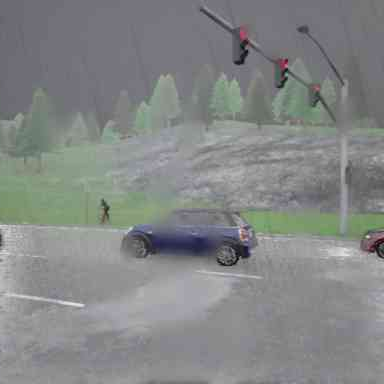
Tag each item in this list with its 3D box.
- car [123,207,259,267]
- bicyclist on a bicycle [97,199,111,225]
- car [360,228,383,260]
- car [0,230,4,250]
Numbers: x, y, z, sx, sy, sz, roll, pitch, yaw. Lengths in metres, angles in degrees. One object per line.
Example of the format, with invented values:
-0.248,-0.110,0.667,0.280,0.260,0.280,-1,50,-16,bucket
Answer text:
-0.100,1.340,11.360,4.553,1.767,2.097,0,0,22,car
-5.664,1.257,21.426,0.582,1.620,1.656,0,0,18,bicyclist on a bicycle
7.984,1.580,11.173,4.181,1.385,1.994,0,0,31,car
-8.366,1.450,10.581,4.902,1.511,2.128,0,0,19,car
